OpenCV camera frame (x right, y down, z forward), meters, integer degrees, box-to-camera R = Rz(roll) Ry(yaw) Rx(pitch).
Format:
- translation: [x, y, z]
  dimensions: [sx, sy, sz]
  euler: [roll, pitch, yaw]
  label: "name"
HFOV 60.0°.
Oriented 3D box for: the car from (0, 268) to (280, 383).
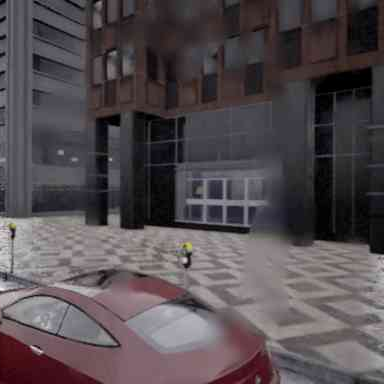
- translation: [-1.146, 1.569, 3.776]
  dimensions: [4.206, 1.307, 1.802]
  euler: [0, 0, 35]
  label: "car"
